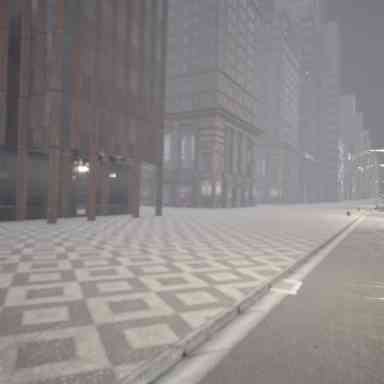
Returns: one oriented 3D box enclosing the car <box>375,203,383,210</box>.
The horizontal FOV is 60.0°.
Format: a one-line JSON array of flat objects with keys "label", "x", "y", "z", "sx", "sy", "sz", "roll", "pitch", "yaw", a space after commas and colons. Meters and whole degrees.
[{"label": "car", "x": 38.053, "y": 2.939, "z": 67.008, "sx": 1.812, "sy": 1.442, "sz": 4.674, "roll": 1, "pitch": -1, "yaw": 30}]
